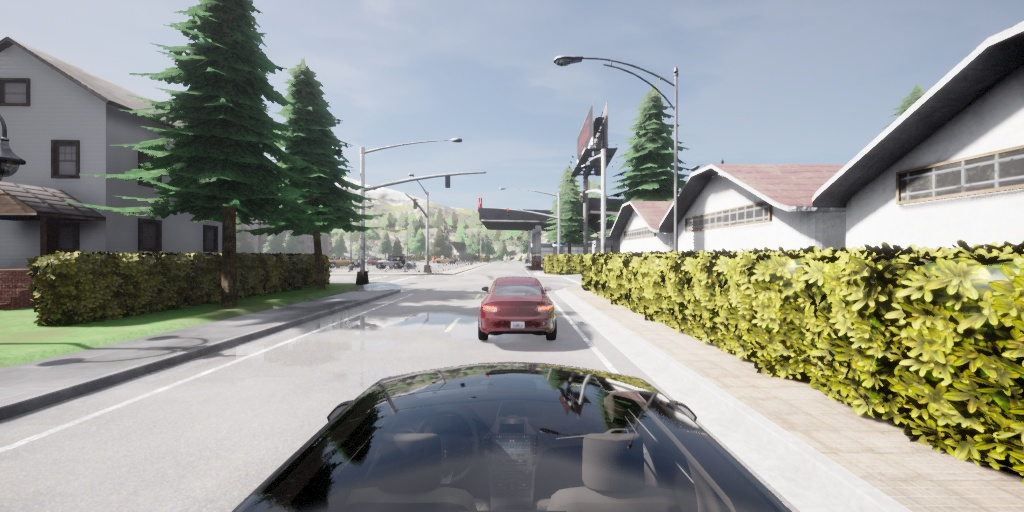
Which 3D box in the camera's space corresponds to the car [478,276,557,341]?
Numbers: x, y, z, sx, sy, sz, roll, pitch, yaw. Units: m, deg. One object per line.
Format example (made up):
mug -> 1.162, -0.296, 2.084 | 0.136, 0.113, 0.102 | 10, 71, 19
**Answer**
car -> 0.127, 1.276, 9.791 | 1.812, 1.442, 4.674 | 0, 0, 0
